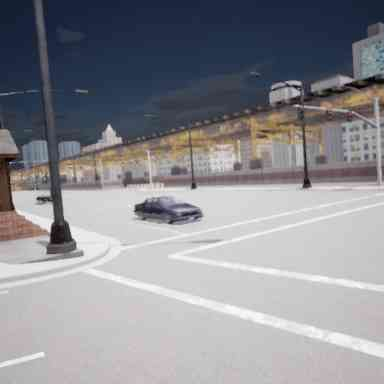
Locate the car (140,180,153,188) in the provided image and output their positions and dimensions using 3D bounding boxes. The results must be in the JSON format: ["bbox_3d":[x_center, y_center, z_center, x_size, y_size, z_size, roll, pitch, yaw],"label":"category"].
[{"bbox_3d":[-11.494,-2.037,84.573,2.038,1.542,4.974,-4,3,8],"label":"car"}]

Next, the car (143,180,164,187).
[{"bbox_3d":[-8.781,-2.194,80.797,4.536,1.218,1.853,-3,3,18],"label":"car"}]

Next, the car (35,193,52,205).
[{"bbox_3d":[-19.412,0.864,44.249,1.895,1.301,4.718,-7,4,-35],"label":"car"}]

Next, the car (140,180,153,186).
[{"bbox_3d":[-11.499,-2.197,84.616,1.853,1.218,4.536,-4,3,8],"label":"car"}]

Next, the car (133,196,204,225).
[{"bbox_3d":[-1.586,0.959,19.207,2.033,1.411,5.357,-7,4,-35],"label":"car"}]
